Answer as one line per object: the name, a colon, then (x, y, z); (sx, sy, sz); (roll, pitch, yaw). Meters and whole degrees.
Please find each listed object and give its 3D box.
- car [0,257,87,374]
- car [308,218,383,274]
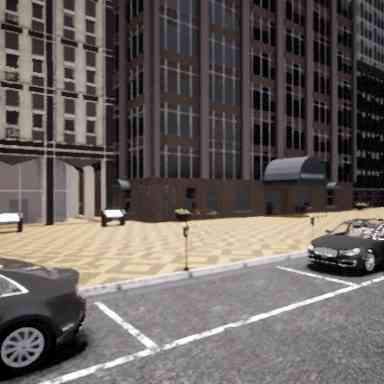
car: (-3.559, 1.552, 4.025); (4.403, 1.369, 2.008); (0, 0, -35)
car: (5.435, 1.537, 10.436); (4.403, 1.369, 2.008); (0, 0, -35)
